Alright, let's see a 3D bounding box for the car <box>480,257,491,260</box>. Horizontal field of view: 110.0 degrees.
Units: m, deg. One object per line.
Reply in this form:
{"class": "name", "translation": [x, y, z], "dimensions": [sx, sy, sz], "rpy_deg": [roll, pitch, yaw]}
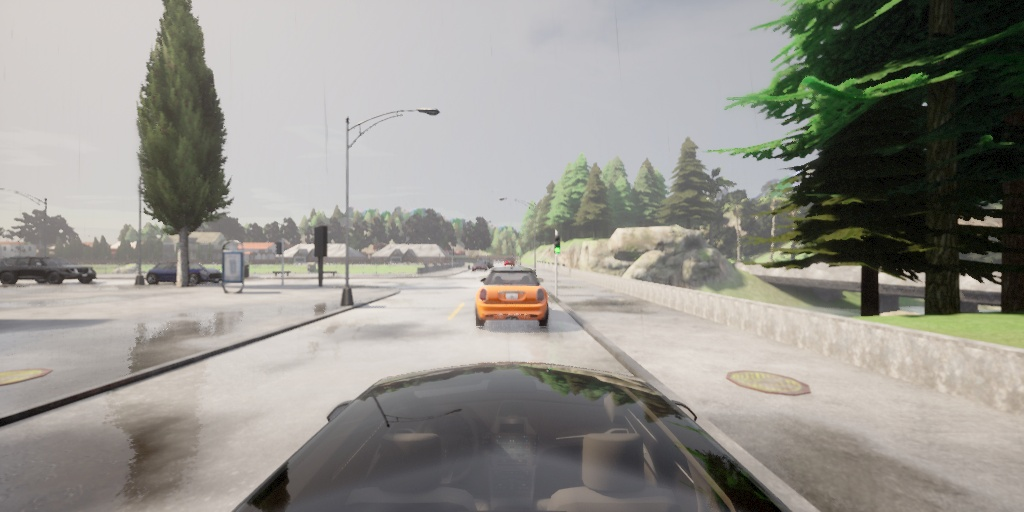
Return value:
{"class": "car", "translation": [-4.597, 1.219, 60.635], "dimensions": [2.150, 2.045, 5.566], "rpy_deg": [0, 0, 0]}

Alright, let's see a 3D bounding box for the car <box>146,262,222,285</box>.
{"class": "car", "translation": [-24.325, 1.211, 26.820], "dimensions": [4.553, 1.767, 2.097], "rpy_deg": [0, 0, 0]}

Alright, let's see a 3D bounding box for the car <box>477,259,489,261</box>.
{"class": "car", "translation": [-4.528, 1.521, 51.037], "dimensions": [1.994, 1.385, 4.181], "rpy_deg": [0, 0, 0]}

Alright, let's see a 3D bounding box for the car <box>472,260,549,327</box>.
{"class": "car", "translation": [-0.010, 1.144, 11.921], "dimensions": [2.097, 1.767, 4.553], "rpy_deg": [0, 0, 0]}

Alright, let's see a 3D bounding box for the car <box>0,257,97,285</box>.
{"class": "car", "translation": [-34.647, 1.081, 26.727], "dimensions": [5.566, 2.045, 2.150], "rpy_deg": [0, 0, -1]}
